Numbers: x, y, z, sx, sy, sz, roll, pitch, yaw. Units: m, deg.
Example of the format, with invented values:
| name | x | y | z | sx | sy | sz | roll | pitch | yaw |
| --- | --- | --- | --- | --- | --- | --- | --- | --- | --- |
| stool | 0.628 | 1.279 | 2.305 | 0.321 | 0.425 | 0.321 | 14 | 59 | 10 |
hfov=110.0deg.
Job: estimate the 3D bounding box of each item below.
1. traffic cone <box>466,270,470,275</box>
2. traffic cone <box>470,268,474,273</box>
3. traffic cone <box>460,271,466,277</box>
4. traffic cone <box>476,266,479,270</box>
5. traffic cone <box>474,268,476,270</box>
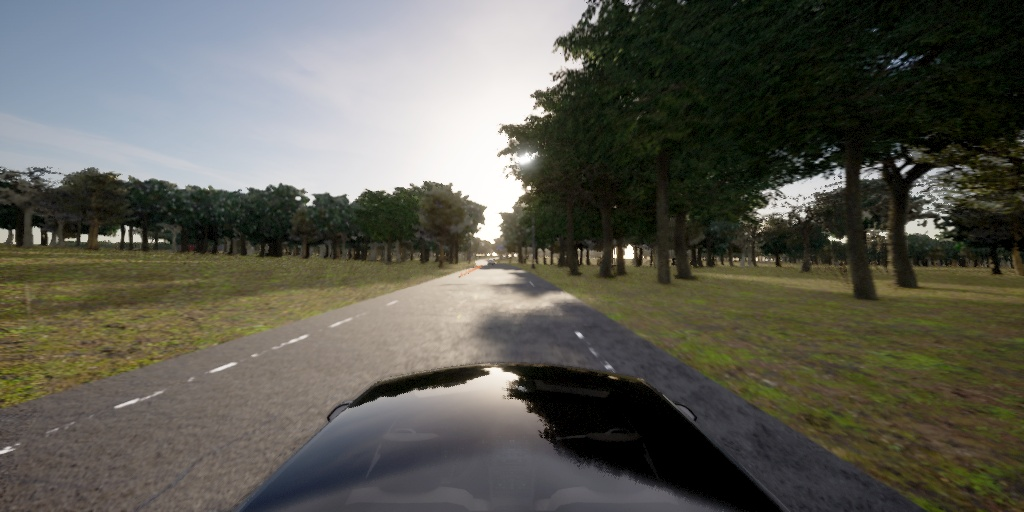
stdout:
| name | x | y | z | sx | sy | sz | roll | pitch | yaw |
| --- | --- | --- | --- | --- | --- | --- | --- | --- | --- |
| traffic cone | -5.482 | 1.948 | 43.053 | 0.340 | 0.580 | 0.340 | 0 | 0 | -2 |
| traffic cone | -5.638 | 1.980 | 48.039 | 0.340 | 0.580 | 0.340 | 0 | 0 | -2 |
| traffic cone | -5.345 | 1.917 | 38.066 | 0.340 | 0.580 | 0.340 | 0 | 0 | -1 |
| traffic cone | -6.004 | 2.046 | 58.009 | 0.340 | 0.580 | 0.340 | 0 | 0 | -2 |
| traffic cone | -5.812 | 2.013 | 53.024 | 0.340 | 0.580 | 0.340 | 0 | 0 | -2 |
